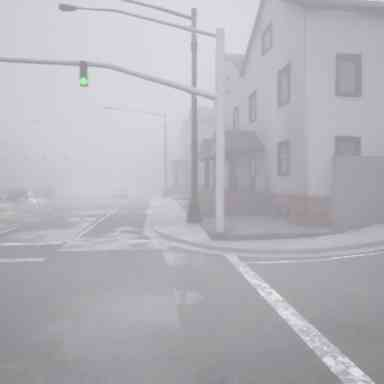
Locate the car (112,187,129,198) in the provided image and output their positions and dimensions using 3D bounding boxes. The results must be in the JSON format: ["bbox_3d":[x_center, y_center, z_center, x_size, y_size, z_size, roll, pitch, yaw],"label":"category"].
[{"bbox_3d":[-9.723,-0.018,45.247,1.812,1.442,4.674,0,2,-6],"label":"car"}]

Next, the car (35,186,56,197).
[{"bbox_3d":[-20.539,-0.073,46.632,2.128,1.511,4.902,0,2,-6],"label":"car"}]

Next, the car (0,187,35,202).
[{"bbox_3d":[-19.459,0.267,36.422,2.128,1.511,4.902,0,2,-6],"label":"car"}]
